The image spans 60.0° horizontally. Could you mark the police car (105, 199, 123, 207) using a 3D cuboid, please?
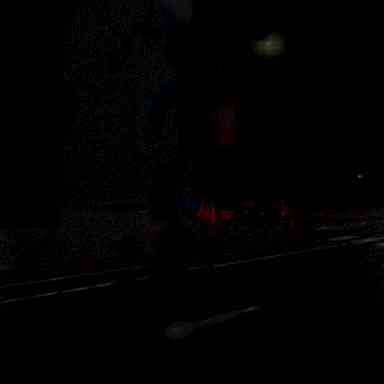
[{"bbox_3d":[-16.773,2.290,71.657,1.930,1.638,5.238,0,-1,-35],"label":"police car"}]

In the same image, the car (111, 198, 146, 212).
[{"bbox_3d":[-8.995,1.887,46.686,2.192,1.841,5.009,-1,0,-35],"label":"car"}]

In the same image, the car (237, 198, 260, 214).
[{"bbox_3d":[6.345,1.646,39.847,2.192,1.841,5.009,-1,0,-35],"label":"car"}]

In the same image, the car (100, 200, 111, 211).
[{"bbox_3d":[-11.823,2.183,50.666,1.887,1.381,4.507,-1,0,-35],"label":"car"}]

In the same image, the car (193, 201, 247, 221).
[{"bbox_3d":[2.440,1.828,30.624,1.752,1.417,4.829,-1,0,-35],"label":"car"}]

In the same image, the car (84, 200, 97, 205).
[{"bbox_3d":[-26.072,2.644,85.392,1.947,1.339,4.313,-1,0,-35],"label":"car"}]

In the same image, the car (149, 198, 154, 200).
[{"bbox_3d":[-7.628,2.113,54.789,2.128,1.511,4.902,0,-1,-35],"label":"car"}]

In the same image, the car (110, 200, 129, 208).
[{"bbox_3d":[-13.889,2.292,63.525,1.812,1.442,4.674,0,-1,-35],"label":"car"}]

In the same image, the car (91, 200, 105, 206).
[{"bbox_3d":[-23.055,2.578,81.153,1.947,1.339,4.313,-1,0,-35],"label":"car"}]

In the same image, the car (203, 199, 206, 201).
[{"bbox_3d":[3.407,1.983,43.995,1.802,1.307,4.206,-1,0,-35],"label":"car"}]

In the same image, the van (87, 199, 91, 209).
[{"bbox_3d":[-17.493,2.111,58.627,1.690,1.788,3.998,-1,0,-35],"label":"van"}]

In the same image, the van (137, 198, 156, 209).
[{"bbox_3d":[-8.378,2.018,60.587,1.690,1.788,3.998,-1,0,-35],"label":"van"}]

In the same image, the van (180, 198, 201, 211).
[{"bbox_3d":[0.456,1.812,48.143,1.690,1.788,3.998,-1,0,-35],"label":"van"}]

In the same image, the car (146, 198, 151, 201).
[{"bbox_3d":[-8.671,2.109,50.900,1.837,1.490,4.892,0,-1,-35],"label":"car"}]

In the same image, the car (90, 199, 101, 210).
[{"bbox_3d":[-14.658,2.144,54.646,1.967,1.590,4.097,-1,0,-35],"label":"car"}]

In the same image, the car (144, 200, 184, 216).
[{"bbox_3d":[-3.324,1.990,38.724,2.008,1.369,4.403,-1,0,-35],"label":"car"}]

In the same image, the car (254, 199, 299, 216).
[{"bbox_3d":[9.296,1.806,35.699,1.887,1.381,4.507,-1,0,-35],"label":"car"}]

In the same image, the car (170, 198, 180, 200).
[{"bbox_3d":[-2.489,1.855,52.291,2.192,1.841,5.009,-1,0,-35],"label":"car"}]
